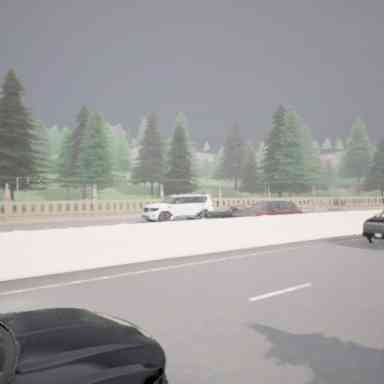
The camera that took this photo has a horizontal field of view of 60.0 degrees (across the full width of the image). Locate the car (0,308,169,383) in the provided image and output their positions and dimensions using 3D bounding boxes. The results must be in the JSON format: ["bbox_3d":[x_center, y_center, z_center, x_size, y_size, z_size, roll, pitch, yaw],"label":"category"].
[{"bbox_3d":[-2.474,1.480,1.982,5.008,1.535,1.882,0,0,-36],"label":"car"}]

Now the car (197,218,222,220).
[{"bbox_3d":[2.519,1.565,22.506,4.718,1.301,1.895,0,0,-31],"label":"car"}]

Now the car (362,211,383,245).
[{"bbox_3d":[9.266,1.454,14.081,4.902,1.511,2.128,0,0,-31],"label":"car"}]

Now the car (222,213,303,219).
[{"bbox_3d":[4.380,1.316,19.483,4.553,1.767,2.097,0,0,-31],"label":"car"}]
